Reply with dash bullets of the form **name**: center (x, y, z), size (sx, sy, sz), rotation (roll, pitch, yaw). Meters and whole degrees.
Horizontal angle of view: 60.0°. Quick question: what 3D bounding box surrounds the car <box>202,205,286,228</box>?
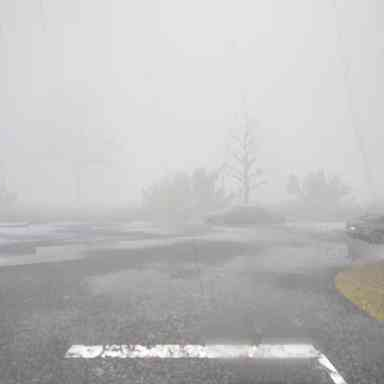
- **car**: center (3.334, 1.558, 21.762), size (5.357, 1.411, 2.033), rotation (0, 0, -1)

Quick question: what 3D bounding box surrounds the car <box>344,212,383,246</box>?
- **car**: center (9.155, 1.605, 14.912), size (4.181, 1.385, 1.994), rotation (0, 0, -2)
